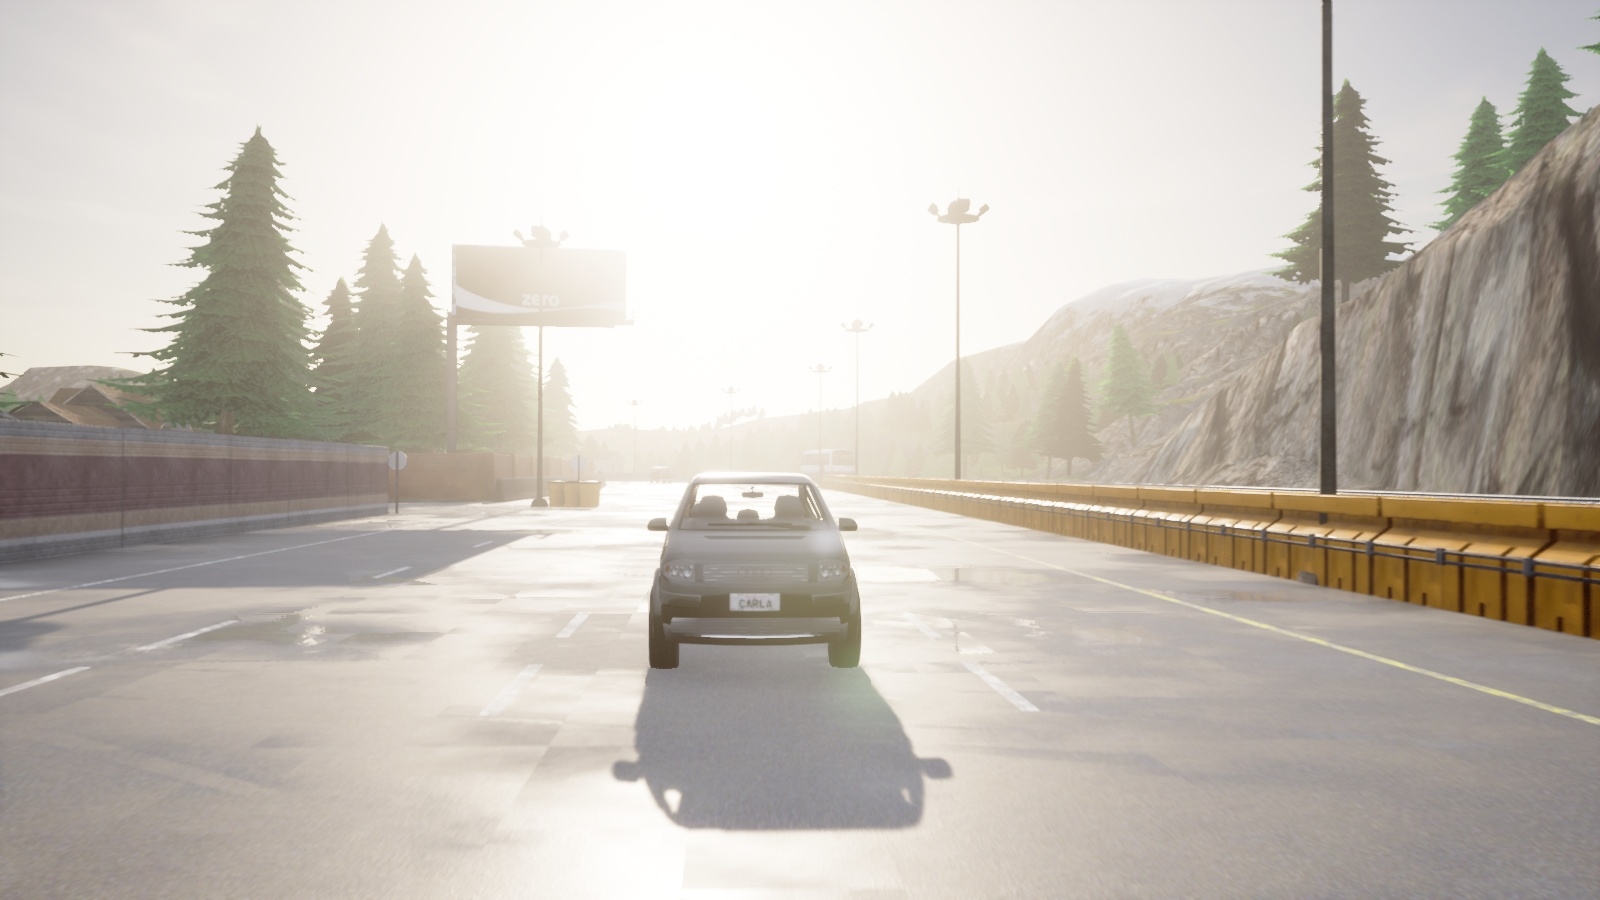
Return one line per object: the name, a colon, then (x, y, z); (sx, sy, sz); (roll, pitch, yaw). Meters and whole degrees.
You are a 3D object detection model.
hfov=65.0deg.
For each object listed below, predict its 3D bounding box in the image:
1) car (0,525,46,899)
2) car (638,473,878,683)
car: (-3.543, 0.943, 3.582); (1.481, 1.376, 2.207); (0, -1, -2)
car: (-0.428, 0.983, 11.236); (1.789, 1.549, 3.705); (0, -1, -4)
